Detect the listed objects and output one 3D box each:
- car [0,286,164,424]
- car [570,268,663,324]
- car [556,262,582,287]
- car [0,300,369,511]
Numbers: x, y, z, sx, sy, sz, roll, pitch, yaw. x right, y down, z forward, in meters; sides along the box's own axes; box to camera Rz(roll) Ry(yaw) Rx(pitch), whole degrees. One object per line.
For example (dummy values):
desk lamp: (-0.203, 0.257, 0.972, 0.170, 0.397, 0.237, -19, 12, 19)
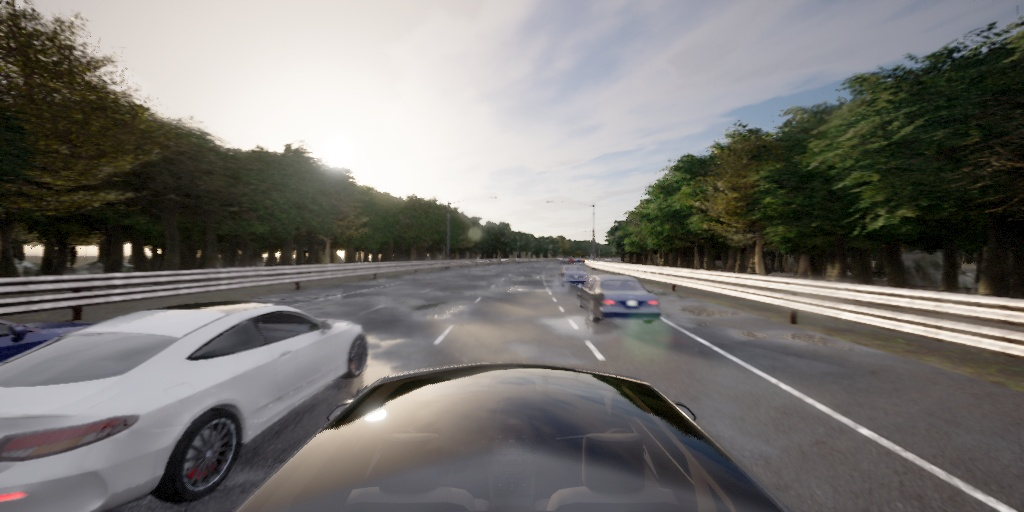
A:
car: (-6.862, 1.232, 3.791, 1.812, 1.442, 4.674, 0, 0, 0)
car: (3.373, 1.328, 12.190, 2.033, 1.411, 5.357, 0, 0, 3)
car: (4.152, 1.345, 24.825, 2.033, 1.411, 5.357, 0, 0, 4)
car: (-3.373, 1.255, 4.258, 1.812, 1.442, 4.674, 0, 0, 0)
